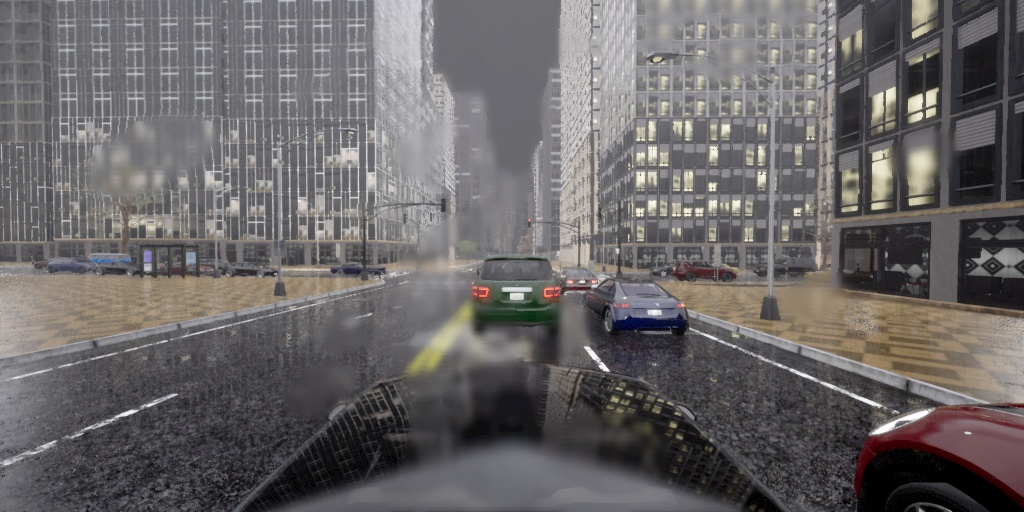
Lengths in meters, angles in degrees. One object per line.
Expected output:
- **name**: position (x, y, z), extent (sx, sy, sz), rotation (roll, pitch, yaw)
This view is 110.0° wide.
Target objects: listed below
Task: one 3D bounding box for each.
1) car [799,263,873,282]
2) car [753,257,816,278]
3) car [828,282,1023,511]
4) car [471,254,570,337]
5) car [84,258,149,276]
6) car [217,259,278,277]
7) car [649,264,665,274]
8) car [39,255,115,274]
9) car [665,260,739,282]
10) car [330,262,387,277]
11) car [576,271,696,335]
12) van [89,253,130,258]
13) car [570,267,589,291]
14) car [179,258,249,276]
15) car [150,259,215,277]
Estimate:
- **car**: position (27.688, 1.579, 30.353), extent (4.829, 1.417, 1.751), rotation (0, 0, 1)
- **car**: position (27.568, 1.179, 36.129), extent (5.566, 2.045, 2.150), rotation (0, 1, 2)
- **car**: position (3.344, 1.103, 0.485), extent (2.097, 1.767, 4.553), rotation (0, 0, 0)
- **car**: position (0.114, 0.967, 10.434), extent (2.150, 2.045, 5.566), rotation (0, 0, 0)
- **car**: position (-34.048, 1.069, 31.483), extent (4.313, 1.339, 1.948), rotation (0, 0, 1)
- **car**: position (-22.684, 1.174, 31.158), extent (4.313, 1.339, 1.948), rotation (0, 0, 1)
- **car**: position (16.470, 1.367, 36.369), extent (4.892, 1.490, 1.837), rotation (0, 1, -1)
- **car**: position (-41.552, 0.918, 34.292), extent (4.674, 1.442, 1.812), rotation (0, 1, 2)
- **car**: position (16.240, 1.269, 30.568), extent (5.009, 1.841, 2.192), rotation (0, 0, 1)
- **car**: position (-14.170, 1.247, 33.334), extent (4.718, 1.301, 1.895), rotation (1, 1, 6)
- **car**: position (3.371, 1.310, 10.528), extent (1.994, 1.385, 4.181), rotation (0, 0, -1)
- **van**: position (-45.225, 0.605, 40.161), extent (3.998, 1.789, 1.690), rotation (0, 0, 1)
- **car**: position (3.381, 1.288, 19.771), extent (2.033, 1.411, 5.357), rotation (0, 0, 0)
- **car**: position (-28.173, 1.006, 33.986), extent (4.902, 1.511, 2.128), rotation (0, 1, 1)
- **car**: position (-28.368, 1.138, 31.300), extent (4.207, 1.307, 1.802), rotation (0, 0, 1)
